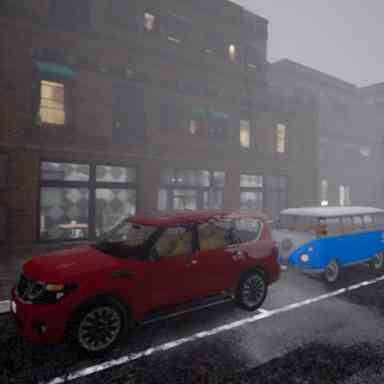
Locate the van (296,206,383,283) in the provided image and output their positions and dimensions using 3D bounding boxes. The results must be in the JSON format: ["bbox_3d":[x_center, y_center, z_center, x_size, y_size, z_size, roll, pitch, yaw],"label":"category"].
[{"bbox_3d":[3.924,1.320,9.334,3.998,1.788,1.690,0,1,-35],"label":"van"}]

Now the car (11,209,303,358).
[{"bbox_3d":[-0.479,1.308,6.195,5.009,1.841,2.192,0,1,-35],"label":"car"}]
